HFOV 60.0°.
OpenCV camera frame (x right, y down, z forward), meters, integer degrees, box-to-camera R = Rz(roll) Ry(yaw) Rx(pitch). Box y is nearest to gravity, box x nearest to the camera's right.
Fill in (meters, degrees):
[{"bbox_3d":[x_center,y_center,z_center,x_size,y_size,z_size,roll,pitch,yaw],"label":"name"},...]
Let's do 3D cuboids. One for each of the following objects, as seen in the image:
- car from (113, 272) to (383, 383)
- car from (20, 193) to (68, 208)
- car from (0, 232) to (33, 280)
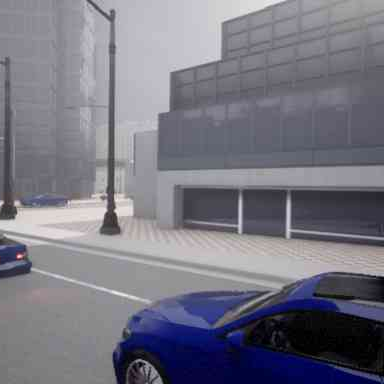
[{"bbox_3d":[1.321,1.518,3.046,4.674,1.442,1.812,0,0,36],"label":"car"},{"bbox_3d":[-16.088,0.889,36.401,1.882,1.535,5.008,1,1,36],"label":"car"},{"bbox_3d":[-6.221,1.431,8.507,5.357,1.411,2.033,1,1,36],"label":"car"}]
